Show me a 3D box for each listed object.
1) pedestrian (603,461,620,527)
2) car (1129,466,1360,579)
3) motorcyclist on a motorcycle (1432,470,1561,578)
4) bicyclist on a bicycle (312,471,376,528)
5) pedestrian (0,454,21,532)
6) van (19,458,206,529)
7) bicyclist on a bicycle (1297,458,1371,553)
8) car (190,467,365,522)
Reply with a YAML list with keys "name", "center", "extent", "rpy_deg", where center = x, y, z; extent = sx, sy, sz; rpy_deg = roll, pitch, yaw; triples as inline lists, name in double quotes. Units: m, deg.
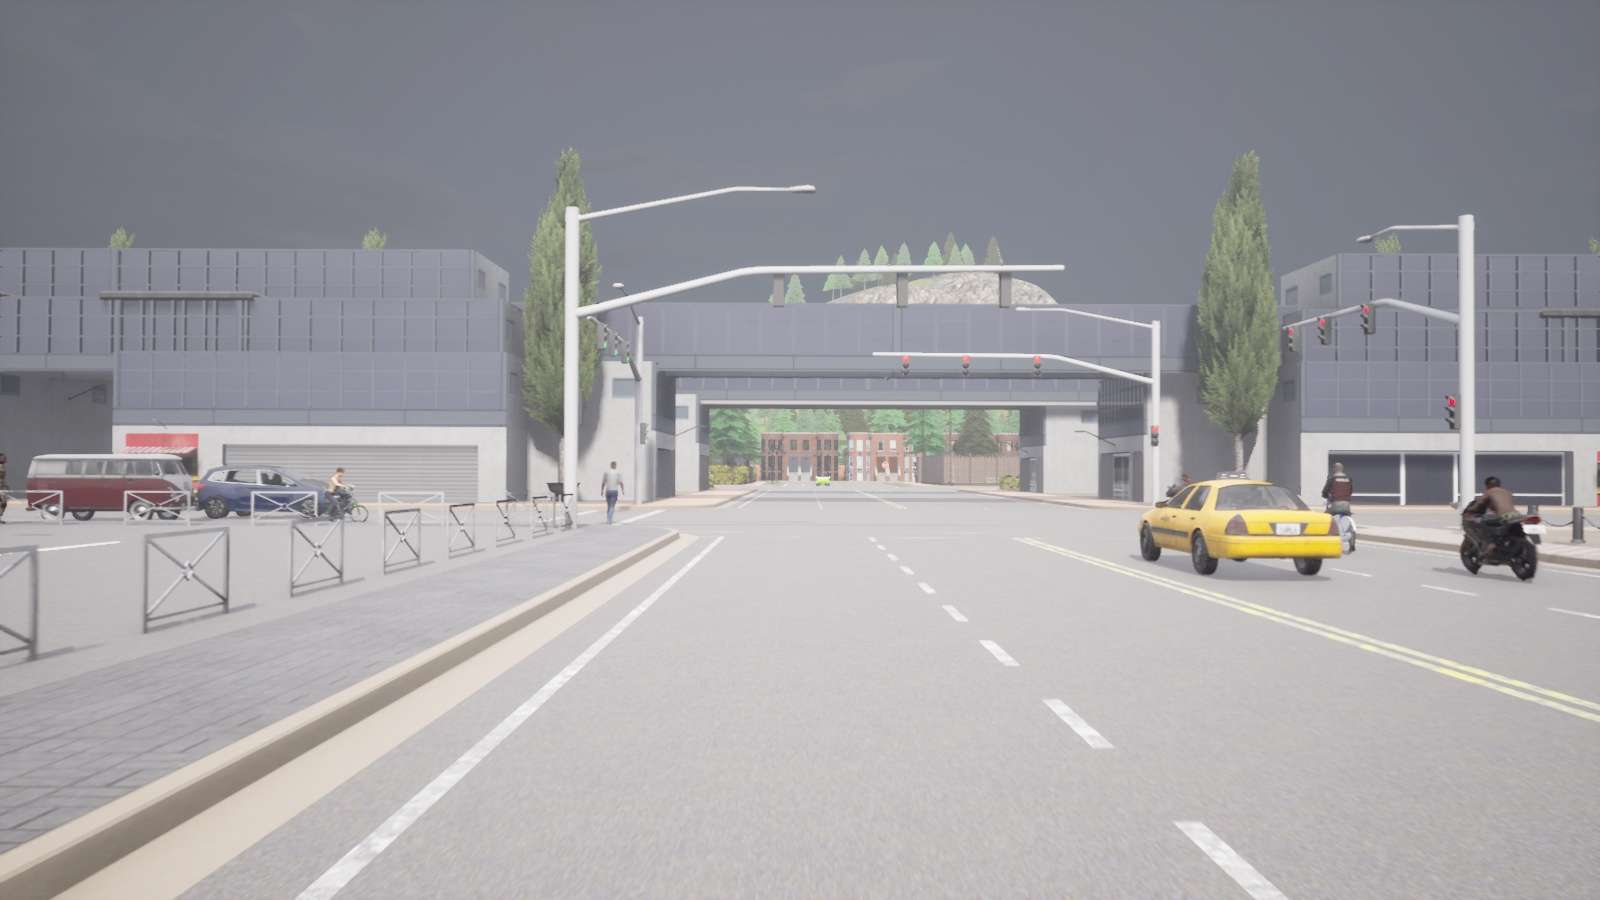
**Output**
- name: "pedestrian"
  center: [-5.288, 1.226, 35.281]
  extent: [0.354, 1.836, 0.706]
  rpy_deg: [0, -1, 2]
- name: "car"
  center: [6.951, 1.066, 20.336]
  extent: [1.801, 1.575, 5.366]
  rpy_deg: [0, -1, 0]
- name: "motorcyclist on a motorcycle"
  center: [10.454, 1.073, 18.937]
  extent: [0.797, 1.523, 2.044]
  rpy_deg: [0, -1, 0]
- name: "bicyclist on a bicycle"
  center: [-13.161, 1.411, 36.265]
  extent: [1.509, 1.612, 0.866]
  rpy_deg: [0, -1, 1]
- name: "pedestrian"
  center: [-19.999, 1.080, 31.476]
  extent: [0.692, 1.930, 0.396]
  rpy_deg: [0, -1, -1]
- name: "van"
  center: [-19.866, 1.256, 36.393]
  extent: [4.442, 1.987, 1.775]
  rpy_deg: [0, -1, 1]
- name: "bicyclist on a bicycle"
  center: [10.440, 1.055, 24.611]
  extent: [0.659, 1.776, 1.843]
  rpy_deg: [0, -1, 0]
- name: "car"
  center: [-16.498, 1.389, 39.817]
  extent: [4.611, 1.667, 2.242]
  rpy_deg: [0, -1, 1]
